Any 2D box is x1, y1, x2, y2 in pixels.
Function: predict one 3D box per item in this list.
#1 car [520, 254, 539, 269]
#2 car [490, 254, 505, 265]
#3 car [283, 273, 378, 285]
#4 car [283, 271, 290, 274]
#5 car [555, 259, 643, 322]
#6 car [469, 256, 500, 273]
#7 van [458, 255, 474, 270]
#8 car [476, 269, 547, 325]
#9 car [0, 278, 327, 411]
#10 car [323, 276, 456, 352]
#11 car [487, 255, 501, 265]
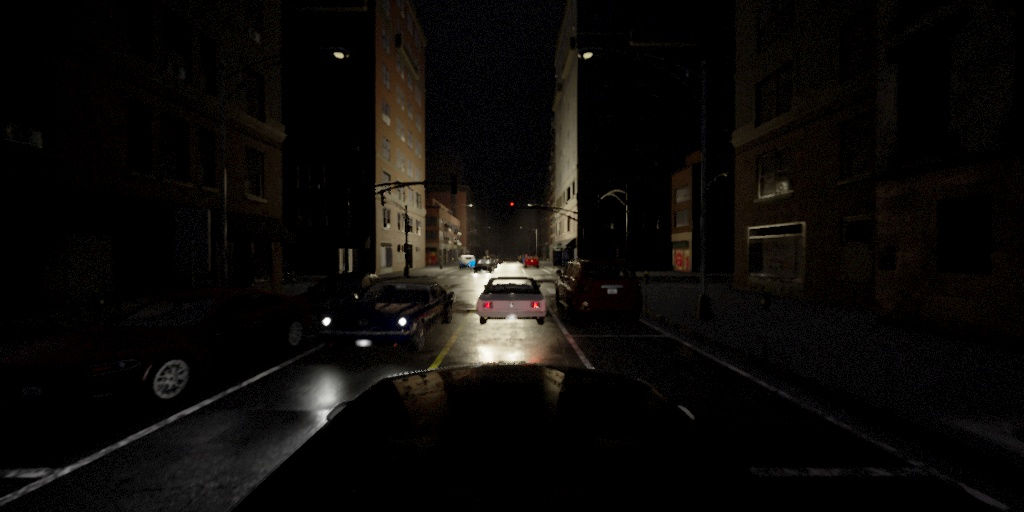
[{"bbox_3d":[2.650,0.736,49.165,2.192,1.841,5.009,0,0,0],"label":"car"},{"bbox_3d":[-2.829,0.886,63.537,1.994,1.385,4.181,0,0,0],"label":"car"},{"bbox_3d":[-5.399,1.248,11.785,1.948,1.339,4.313,0,0,0],"label":"car"},{"bbox_3d":[-17.290,1.273,23.645,4.718,1.301,1.895,0,0,0],"label":"car"},{"bbox_3d":[2.626,0.995,11.795,2.192,1.841,5.009,0,0,0],"label":"car"},{"bbox_3d":[-2.863,1.043,38.681,2.033,1.411,5.357,0,0,4],"label":"car"},{"bbox_3d":[-5.456,0.801,43.748,1.690,1.789,3.998,0,0,0],"label":"van"},{"bbox_3d":[0.000,1.284,11.496,1.895,1.301,4.718,0,0,0],"label":"car"},{"bbox_3d":[-5.392,1.265,6.275,1.888,1.381,4.507,0,0,0],"label":"car"},{"bbox_3d":[-2.719,1.303,8.897,1.895,1.301,4.718,0,0,2],"label":"car"},{"bbox_3d":[-2.890,0.928,48.759,1.837,1.490,4.892,0,1,0],"label":"car"}]
